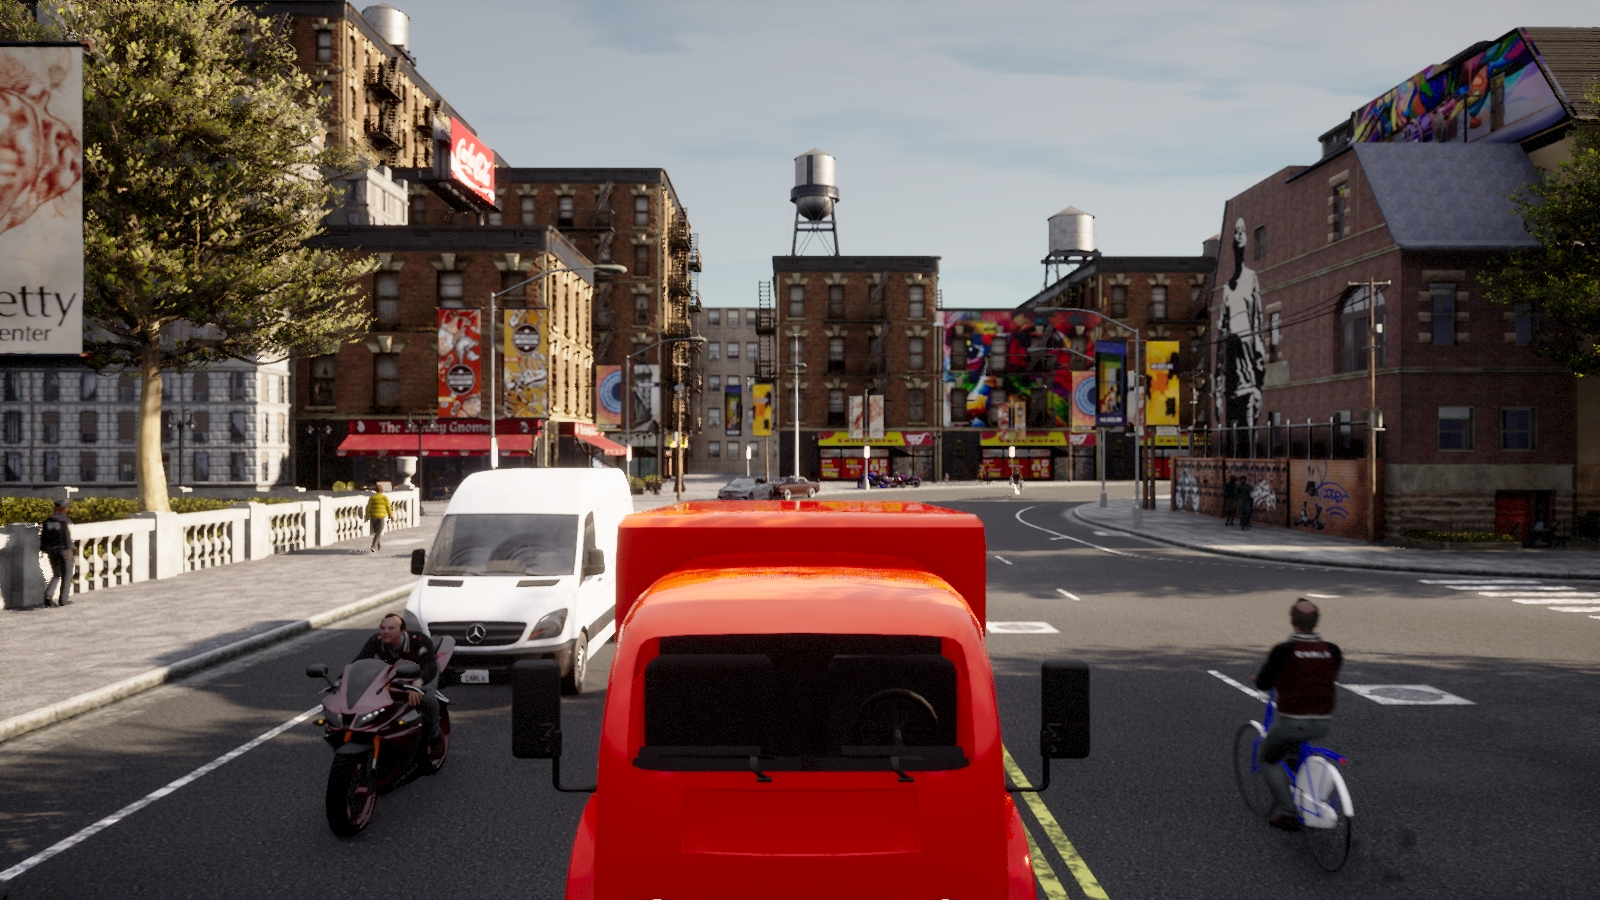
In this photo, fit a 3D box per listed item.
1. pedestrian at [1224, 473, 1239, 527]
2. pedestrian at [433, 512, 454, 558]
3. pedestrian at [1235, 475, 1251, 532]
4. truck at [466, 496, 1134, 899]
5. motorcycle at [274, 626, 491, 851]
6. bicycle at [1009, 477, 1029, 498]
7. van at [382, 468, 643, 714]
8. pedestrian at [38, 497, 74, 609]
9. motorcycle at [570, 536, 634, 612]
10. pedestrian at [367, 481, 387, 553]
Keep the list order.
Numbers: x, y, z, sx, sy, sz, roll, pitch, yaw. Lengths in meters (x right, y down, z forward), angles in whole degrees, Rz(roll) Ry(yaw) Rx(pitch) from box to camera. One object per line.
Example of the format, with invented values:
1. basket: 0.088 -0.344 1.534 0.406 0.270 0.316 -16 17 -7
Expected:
1. pedestrian: 15.010 1.748 39.715 0.375 1.860 0.375 0 0 -2
2. pedestrian: -8.854 2.114 28.379 0.500 1.100 0.500 0 0 -17
3. pedestrian: 14.609 1.746 37.685 0.375 1.860 0.375 0 0 -1
4. truck: -0.001 1.590 7.096 2.627 2.467 5.204 0 -1 0
5. motorcycle: -3.267 2.219 9.220 0.867 1.251 2.209 0 0 2
6. bicycle: 13.487 2.301 70.353 0.329 1.171 1.835 2 1 38
7. van: -3.488 1.556 15.198 1.988 2.561 5.915 0 0 0
8. pedestrian: -12.532 1.723 19.246 0.375 1.860 0.375 0 0 -1
9. motorcycle: -3.592 2.240 20.888 0.803 1.145 2.033 0 1 0
10. pedestrian: -11.015 1.737 29.763 0.375 1.860 0.375 0 0 -3
